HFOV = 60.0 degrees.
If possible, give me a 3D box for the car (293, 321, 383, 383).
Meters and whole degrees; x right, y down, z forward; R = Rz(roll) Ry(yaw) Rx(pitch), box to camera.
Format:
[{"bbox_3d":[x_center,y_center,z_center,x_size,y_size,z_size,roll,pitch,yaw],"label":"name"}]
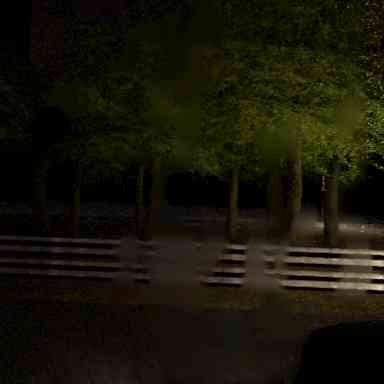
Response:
[{"bbox_3d":[3.475,1.708,2.881,5.008,1.535,1.882,2,-2,3],"label":"car"}]
